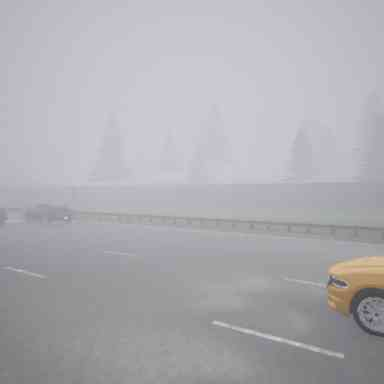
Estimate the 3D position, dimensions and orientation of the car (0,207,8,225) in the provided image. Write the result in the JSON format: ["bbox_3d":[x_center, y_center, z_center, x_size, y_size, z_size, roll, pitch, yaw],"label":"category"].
[{"bbox_3d":[-14.730,1.524,23.103,4.902,1.511,2.128,0,0,36],"label":"car"}]

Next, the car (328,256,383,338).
[{"bbox_3d":[4.698,1.476,4.940,5.008,1.535,1.882,0,0,36],"label":"car"}]

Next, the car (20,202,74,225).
[{"bbox_3d":[-10.754,1.535,24.565,4.892,1.490,1.837,0,0,36],"label":"car"}]
